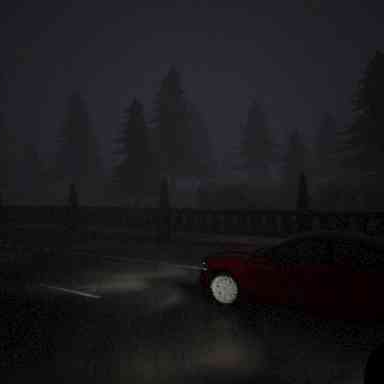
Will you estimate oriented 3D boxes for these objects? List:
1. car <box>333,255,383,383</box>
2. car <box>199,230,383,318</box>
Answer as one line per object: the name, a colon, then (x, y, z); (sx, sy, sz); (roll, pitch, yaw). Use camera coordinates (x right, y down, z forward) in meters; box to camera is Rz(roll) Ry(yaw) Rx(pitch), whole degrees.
car: (3.487, 1.449, 1.376); (5.008, 1.535, 1.882); (-1, -1, 36)
car: (2.468, 1.475, 6.306); (5.008, 1.535, 1.882); (-1, 0, 35)
